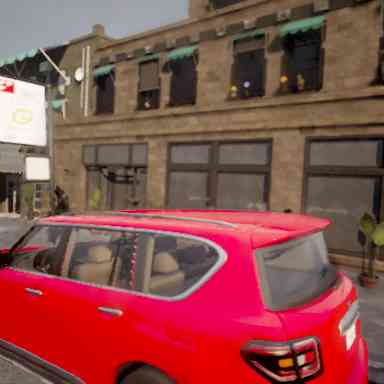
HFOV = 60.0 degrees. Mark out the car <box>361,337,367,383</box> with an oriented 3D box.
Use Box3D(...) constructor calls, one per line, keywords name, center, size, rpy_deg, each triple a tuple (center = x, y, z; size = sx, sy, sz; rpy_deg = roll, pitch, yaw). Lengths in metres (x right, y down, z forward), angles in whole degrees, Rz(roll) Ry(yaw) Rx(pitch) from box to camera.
Box3D(name="car", center=(3.495, 1.484, 1.041), size=(5.008, 1.535, 2.097), rpy_deg=(0, 0, 35))
